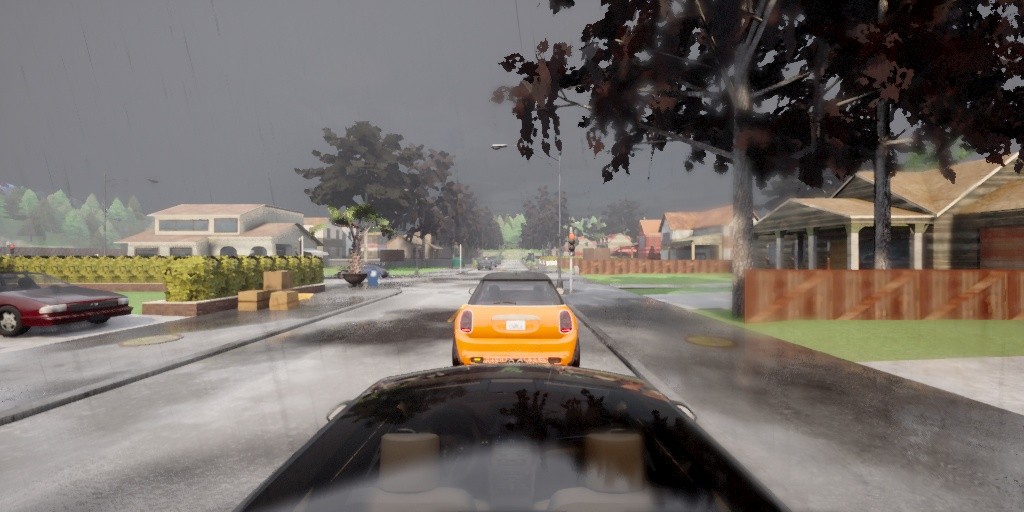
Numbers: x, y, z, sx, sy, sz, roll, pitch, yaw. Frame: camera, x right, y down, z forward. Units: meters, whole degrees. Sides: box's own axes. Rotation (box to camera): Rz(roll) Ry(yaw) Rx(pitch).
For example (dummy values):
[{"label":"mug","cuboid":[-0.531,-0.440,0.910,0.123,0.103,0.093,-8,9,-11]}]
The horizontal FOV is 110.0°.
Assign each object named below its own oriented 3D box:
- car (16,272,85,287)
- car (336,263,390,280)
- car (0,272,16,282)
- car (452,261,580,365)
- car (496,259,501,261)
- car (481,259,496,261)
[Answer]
[{"label":"car","cuboid":[-33.174,1.314,26.603,4.181,1.385,1.994,0,0,1]},{"label":"car","cuboid":[-12.574,1.313,30.483,4.181,1.385,1.994,0,0,-1]},{"label":"car","cuboid":[-44.127,1.101,30.805,4.553,1.767,2.097,0,0,1]},{"label":"car","cuboid":[0.097,1.102,7.727,2.097,1.767,4.553,0,0,1]},{"label":"car","cuboid":[-3.567,1.236,61.563,2.128,1.511,4.902,0,0,1]},{"label":"car","cuboid":[-3.686,1.254,49.935,1.837,1.490,4.892,0,0,1]}]
